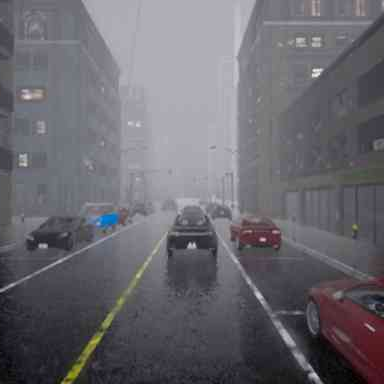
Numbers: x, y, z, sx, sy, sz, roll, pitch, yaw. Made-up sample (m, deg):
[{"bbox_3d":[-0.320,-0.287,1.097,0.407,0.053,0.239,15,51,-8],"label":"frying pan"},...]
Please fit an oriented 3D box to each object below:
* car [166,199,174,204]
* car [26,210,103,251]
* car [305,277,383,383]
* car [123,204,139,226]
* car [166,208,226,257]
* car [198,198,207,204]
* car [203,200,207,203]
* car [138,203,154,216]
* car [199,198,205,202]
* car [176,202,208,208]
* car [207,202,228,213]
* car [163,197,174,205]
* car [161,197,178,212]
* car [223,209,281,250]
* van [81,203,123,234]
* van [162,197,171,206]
[{"bbox_3d":[-5.699,2.458,85.954,1.887,1.381,4.507,0,-1,0],"label":"car"},{"bbox_3d":[-5.685,1.719,14.890,1.947,1.339,4.313,0,-1,0],"label":"car"},{"bbox_3d":[2.698,1.622,3.833,1.802,1.307,4.206,0,-1,0],"label":"car"},{"bbox_3d":[-5.687,1.812,25.937,1.887,1.381,4.507,0,-1,0],"label":"car"},{"bbox_3d":[0.020,1.632,13.515,2.128,1.511,4.902,0,0,0],"label":"car"},{"bbox_3d":[2.683,2.353,85.956,1.967,1.590,4.097,0,-1,0],"label":"car"},{"bbox_3d":[2.690,2.006,42.496,1.947,1.339,4.313,0,-1,0],"label":"car"},{"bbox_3d":[-5.690,1.948,36.983,1.947,1.339,4.313,0,-1,0],"label":"car"},{"bbox_3d":[2.684,2.373,74.899,1.802,1.307,4.206,0,-1,0],"label":"car"},{"bbox_3d":[0.005,1.831,27.530,2.033,1.411,5.357,0,-1,0],"label":"car"},{"bbox_3d":[2.693,1.890,31.449,1.947,1.339,4.313,0,-1,0],"label":"car"},{"bbox_3d":[-5.696,2.167,80.429,2.192,1.841,5.009,0,-1,0],"label":"car"},{"bbox_3d":[-3.027,1.825,45.657,2.097,1.767,4.553,0,0,0],"label":"car"},{"bbox_3d":[2.696,1.698,14.880,1.887,1.381,4.507,0,-1,0],"label":"car"},{"bbox_3d":[-5.684,1.551,20.416,1.690,1.788,3.998,0,-1,0],"label":"van"},{"bbox_3d":[-5.695,2.132,74.901,1.690,1.788,3.998,0,-1,0],"label":"van"}]
